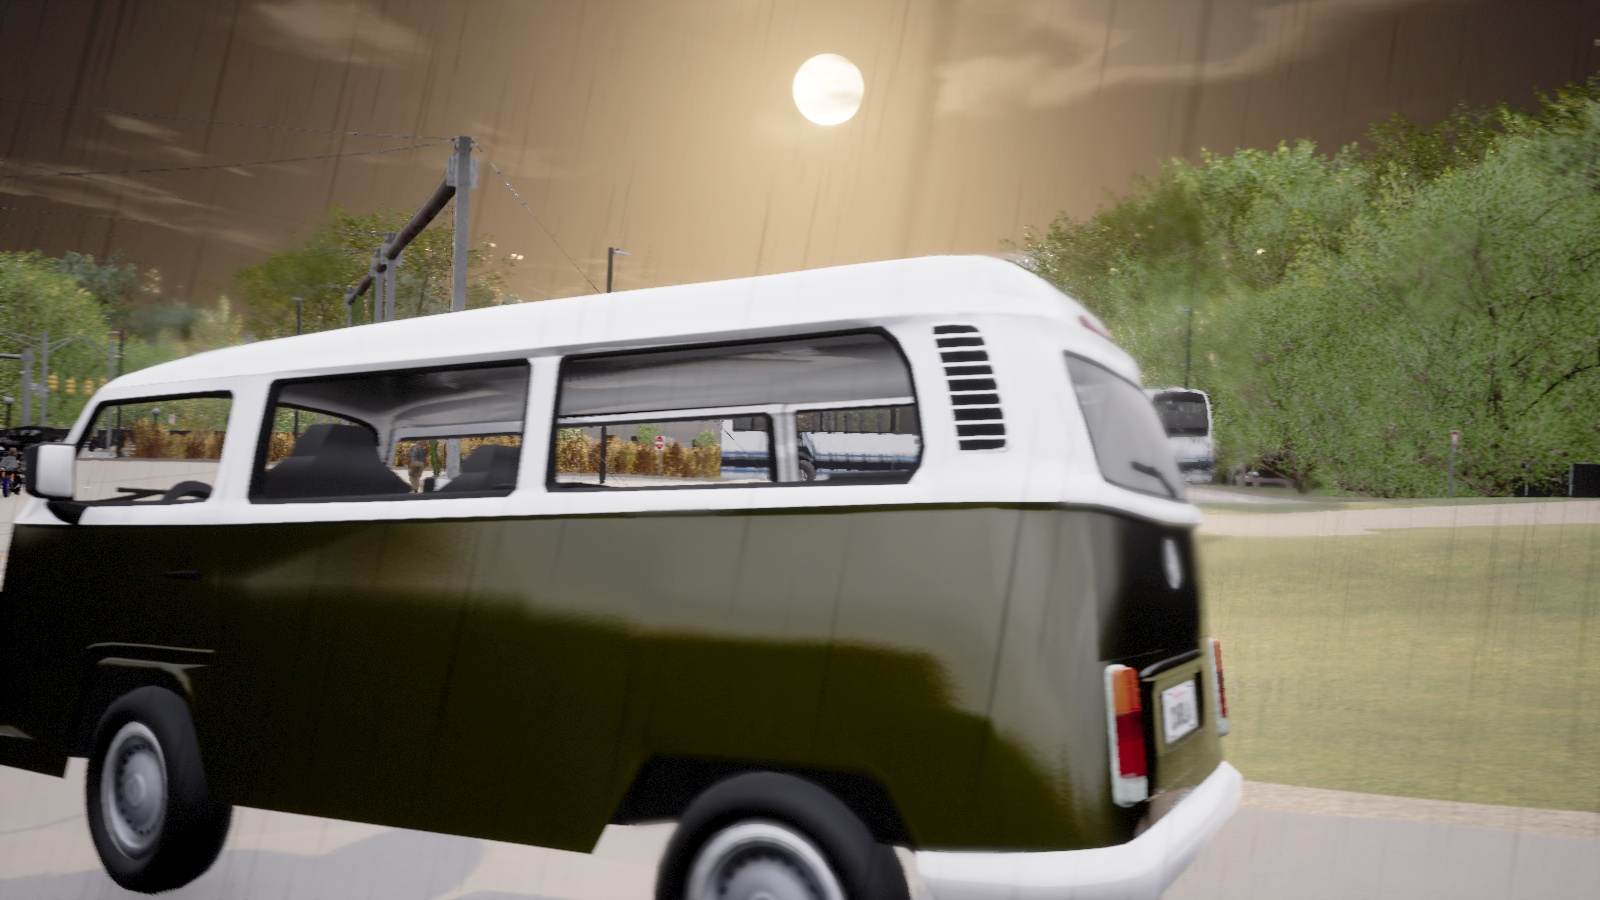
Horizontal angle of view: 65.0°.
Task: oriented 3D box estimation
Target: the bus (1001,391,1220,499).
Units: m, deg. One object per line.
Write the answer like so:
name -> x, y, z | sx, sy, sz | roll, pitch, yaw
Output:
bus -> 13.151, -0.244, 54.640 | 3.944, 4.253, 10.273 | 0, 0, -22

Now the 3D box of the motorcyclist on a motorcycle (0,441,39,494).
motorcyclist on a motorcycle -> -23.775, 0.509, 38.008 | 0.866, 1.530, 2.191 | 2, 0, -22

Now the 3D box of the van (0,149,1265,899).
van -> -0.874, 0.544, 4.466 | 4.480, 2.038, 2.069 | -2, -6, 27

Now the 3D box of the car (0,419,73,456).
car -> -40.693, -0.673, 66.042 | 3.866, 1.878, 1.905 | 1, 1, 4
